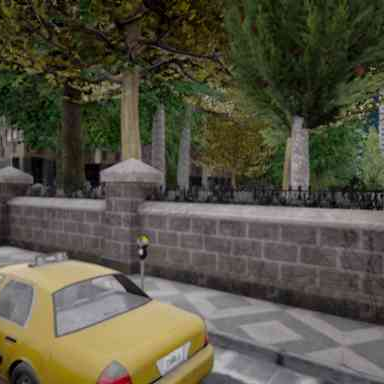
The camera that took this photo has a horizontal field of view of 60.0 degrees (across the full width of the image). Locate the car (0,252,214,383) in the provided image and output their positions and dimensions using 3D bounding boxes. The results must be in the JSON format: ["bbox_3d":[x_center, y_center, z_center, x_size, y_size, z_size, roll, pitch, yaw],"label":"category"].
[{"bbox_3d":[-2.049,1.480,4.417,4.829,1.417,1.752,1,0,35],"label":"car"}]
